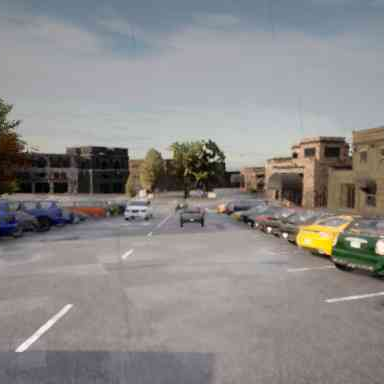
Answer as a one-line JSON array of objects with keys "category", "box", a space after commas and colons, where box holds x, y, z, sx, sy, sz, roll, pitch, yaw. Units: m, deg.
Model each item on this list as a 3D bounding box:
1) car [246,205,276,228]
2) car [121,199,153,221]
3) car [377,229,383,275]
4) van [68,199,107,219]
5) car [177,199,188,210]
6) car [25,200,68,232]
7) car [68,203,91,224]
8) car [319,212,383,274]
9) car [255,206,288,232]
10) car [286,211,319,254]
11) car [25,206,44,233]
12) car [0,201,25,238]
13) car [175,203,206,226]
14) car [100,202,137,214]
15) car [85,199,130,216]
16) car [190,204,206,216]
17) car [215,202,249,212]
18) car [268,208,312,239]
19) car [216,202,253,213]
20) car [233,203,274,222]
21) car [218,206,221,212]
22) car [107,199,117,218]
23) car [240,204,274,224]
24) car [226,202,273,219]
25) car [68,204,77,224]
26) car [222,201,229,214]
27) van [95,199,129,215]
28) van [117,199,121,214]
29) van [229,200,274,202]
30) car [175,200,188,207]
[{"category": "car", "box": [6.373, 1.786, 21.399, 5.008, 1.535, 2.097, 1, -1, -20]}, {"category": "car", "box": [-5.085, 1.733, 32.591, 2.150, 2.045, 5.566, 0, -1, 0]}, {"category": "car", "box": [6.418, 1.589, 6.720, 4.674, 1.452, 2.002, 1, -1, -20]}, {"category": "van", "box": [-11.315, 1.816, 34.033, 4.442, 1.987, 1.878, 0, -1, -19]}, {"category": "car", "box": [-1.754, 2.316, 62.364, 2.097, 1.767, 4.553, 0, 0, -1]}, {"category": "car", "box": [-11.421, 1.585, 22.033, 5.566, 2.045, 2.435, 0, -1, -19]}, {"category": "car", "box": [-11.323, 1.940, 28.063, 4.892, 1.521, 2.231, 0, -1, -19]}, {"category": "car", "box": [6.380, 1.466, 9.656, 4.553, 1.767, 2.185, 1, -1, -20]}, {"category": "car", "box": [6.374, 1.738, 18.464, 4.892, 1.521, 2.231, 1, -1, -20]}, {"category": "car", "box": [6.395, 1.639, 12.595, 5.008, 1.535, 2.097, 1, -1, -20]}, {"category": "car", "box": [-11.409, 1.785, 19.026, 4.892, 1.521, 2.231, 0, -1, -20]}, {"category": "car", "box": [-11.446, 1.482, 16.015, 5.566, 2.045, 2.435, 0, -1, -20]}, {"category": "car", "box": [0.007, 1.900, 26.798, 2.128, 1.511, 4.902, 0, -1, 0]}, {"category": "car", "box": [-10.859, 2.297, 49.067, 5.008, 1.535, 2.097, 0, -1, -19]}, {"category": "car", "box": [-10.979, 1.943, 43.091, 5.566, 2.045, 2.435, -1, -1, -19]}, {"category": "car", "box": [0.820, 2.274, 42.515, 1.895, 1.301, 4.718, 0, -1, 3]}, {"category": "car", "box": [6.095, 2.318, 50.832, 4.674, 1.452, 2.002, 1, -1, -21]}, {"category": "car", "box": [6.383, 1.689, 15.532, 4.892, 1.521, 2.231, 1, -1, -20]}, {"category": "car", "box": [6.103, 2.258, 47.870, 4.792, 1.488, 2.163, 1, -1, -21]}, {"category": "car", "box": [6.337, 1.884, 27.270, 5.008, 1.535, 2.097, 1, -1, -20]}, {"category": "car", "box": [6.222, 2.160, 41.996, 4.792, 1.488, 2.163, 1, -1, -21]}, {"category": "car", "box": [-11.109, 1.967, 37.084, 4.553, 1.767, 2.185, 0, -1, -19]}, {"category": "car", "box": [6.320, 1.864, 24.325, 4.792, 1.488, 2.163, 1, -1, -20]}, {"category": "car", "box": [6.132, 1.927, 30.141, 5.366, 1.575, 1.946, 1, -1, -20]}, {"category": "car", "box": [-11.382, 1.917, 25.043, 4.792, 1.488, 2.163, 0, -1, -19]}, {"category": "car", "box": [6.263, 2.031, 36.084, 5.008, 1.535, 2.097, 1, -1, -20]}, {"category": "van", "box": [-11.046, 2.021, 46.034, 4.442, 1.987, 1.878, -1, -1, -19]}, {"category": "van", "box": [-10.964, 1.917, 40.120, 4.442, 1.987, 1.878, 0, -1, -19]}, {"category": "van", "box": [6.396, 1.759, 33.188, 4.442, 1.987, 1.878, 1, -1, -20]}, {"category": "car", "box": [-1.605, 2.200, 52.692, 2.097, 1.767, 4.553, 0, -1, -1]}]
